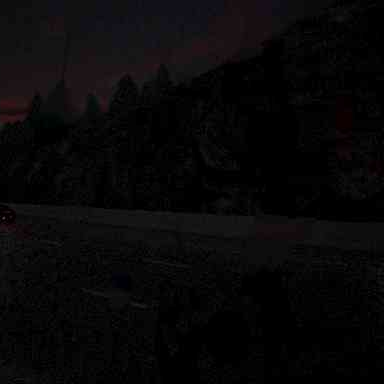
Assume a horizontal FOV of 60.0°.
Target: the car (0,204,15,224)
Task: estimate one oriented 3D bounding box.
[{"bbox_3d":[-15.165,1.656,25.340,4.902,1.511,2.128,0,-1,42],"label":"car"}]
